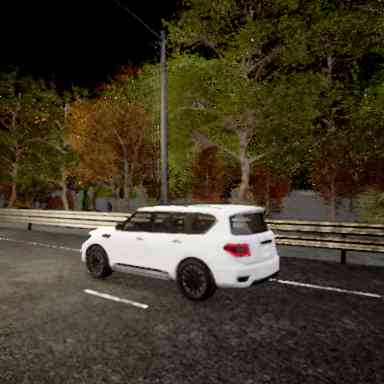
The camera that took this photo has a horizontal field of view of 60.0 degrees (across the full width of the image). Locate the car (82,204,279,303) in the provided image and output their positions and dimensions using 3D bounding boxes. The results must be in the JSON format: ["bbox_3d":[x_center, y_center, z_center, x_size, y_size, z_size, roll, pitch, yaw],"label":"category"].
[{"bbox_3d":[-0.550,1.338,8.763,5.566,2.045,2.150,0,-1,37],"label":"car"}]
